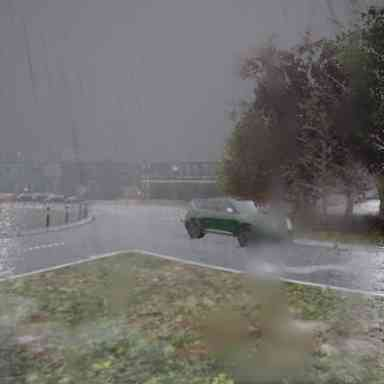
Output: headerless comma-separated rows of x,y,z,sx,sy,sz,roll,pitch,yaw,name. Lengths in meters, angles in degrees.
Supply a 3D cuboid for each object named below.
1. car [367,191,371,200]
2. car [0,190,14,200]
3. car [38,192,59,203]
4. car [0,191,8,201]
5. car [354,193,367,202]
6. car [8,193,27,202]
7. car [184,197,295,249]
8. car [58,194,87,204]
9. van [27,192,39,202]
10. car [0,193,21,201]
41.631,1.371,81.528,1.946,1.575,5.366,1,3,37,car
-41.381,0.694,70.925,2.435,2.045,5.566,2,0,26,car
-26.347,1.232,63.720,2.185,1.767,4.553,1,-1,26,car
-36.507,1.084,68.545,2.097,1.535,5.008,2,0,26,car
38.338,1.588,77.099,1.946,1.575,5.366,1,3,37,car
-33.869,1.034,67.324,2.185,1.767,4.553,2,0,26,car
1.905,1.260,15.253,2.150,2.045,5.566,1,0,-39,car
-21.476,1.495,61.315,2.163,1.488,4.792,1,-1,26,car
-29.029,1.066,64.843,1.878,1.987,4.442,2,0,26,van
-38.895,1.018,69.703,2.231,1.521,4.892,2,0,26,car
